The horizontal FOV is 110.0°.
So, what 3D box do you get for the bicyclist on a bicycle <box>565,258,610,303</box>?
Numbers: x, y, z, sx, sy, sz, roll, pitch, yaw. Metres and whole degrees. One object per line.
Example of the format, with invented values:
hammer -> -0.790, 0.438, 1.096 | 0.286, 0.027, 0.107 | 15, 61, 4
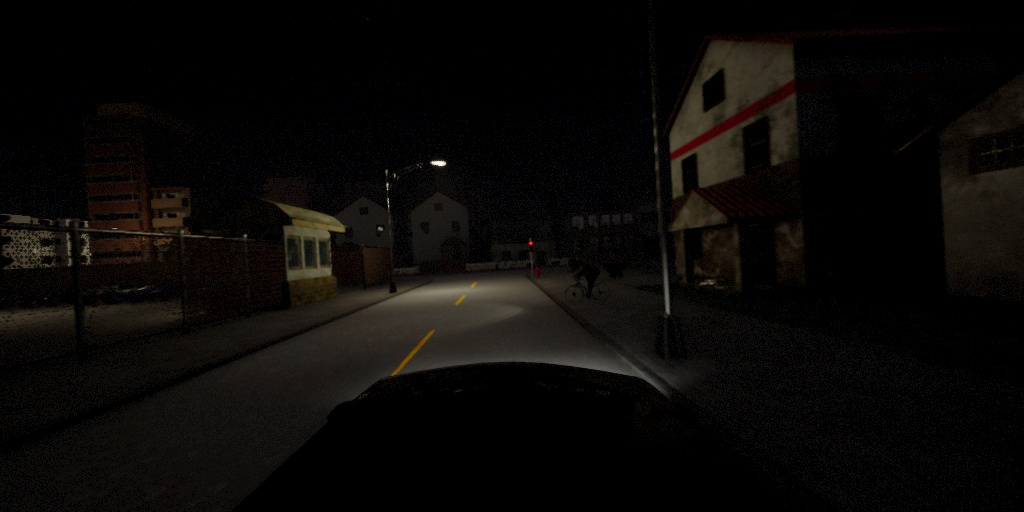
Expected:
bicyclist on a bicycle -> 2.682, 0.877, 12.897 | 1.656, 1.620, 0.582 | -4, 0, -2
